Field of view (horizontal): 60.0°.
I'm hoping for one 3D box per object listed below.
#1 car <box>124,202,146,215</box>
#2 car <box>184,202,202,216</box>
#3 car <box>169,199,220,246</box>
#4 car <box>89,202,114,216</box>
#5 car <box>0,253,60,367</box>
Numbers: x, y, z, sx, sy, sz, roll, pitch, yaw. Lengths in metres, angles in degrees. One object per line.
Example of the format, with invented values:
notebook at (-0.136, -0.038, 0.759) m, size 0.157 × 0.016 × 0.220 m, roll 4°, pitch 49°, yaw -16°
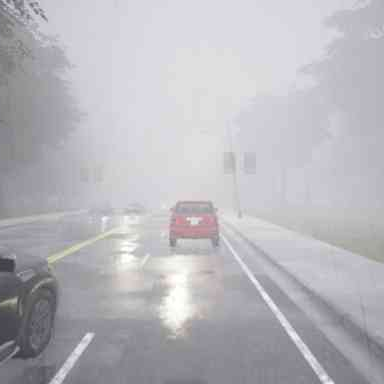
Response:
car at (-6.514, 1.874, 38.624) m, size 2.033 × 1.411 × 5.357 m, roll 0°, pitch -1°, yaw 0°
car at (0.093, 1.884, 37.962) m, size 1.994 × 1.385 × 4.181 m, roll 0°, pitch -1°, yaw 0°
car at (0.097, 1.340, 15.972) m, size 2.150 × 2.045 × 5.566 m, roll 0°, pitch 0°, yaw 0°
car at (-9.787, 1.829, 36.328) m, size 1.812 × 1.442 × 4.674 m, roll 0°, pitch -1°, yaw 0°
car at (-3.151, 1.242, 2.885) m, size 2.150 × 2.045 × 5.566 m, roll 0°, pitch 0°, yaw 0°
